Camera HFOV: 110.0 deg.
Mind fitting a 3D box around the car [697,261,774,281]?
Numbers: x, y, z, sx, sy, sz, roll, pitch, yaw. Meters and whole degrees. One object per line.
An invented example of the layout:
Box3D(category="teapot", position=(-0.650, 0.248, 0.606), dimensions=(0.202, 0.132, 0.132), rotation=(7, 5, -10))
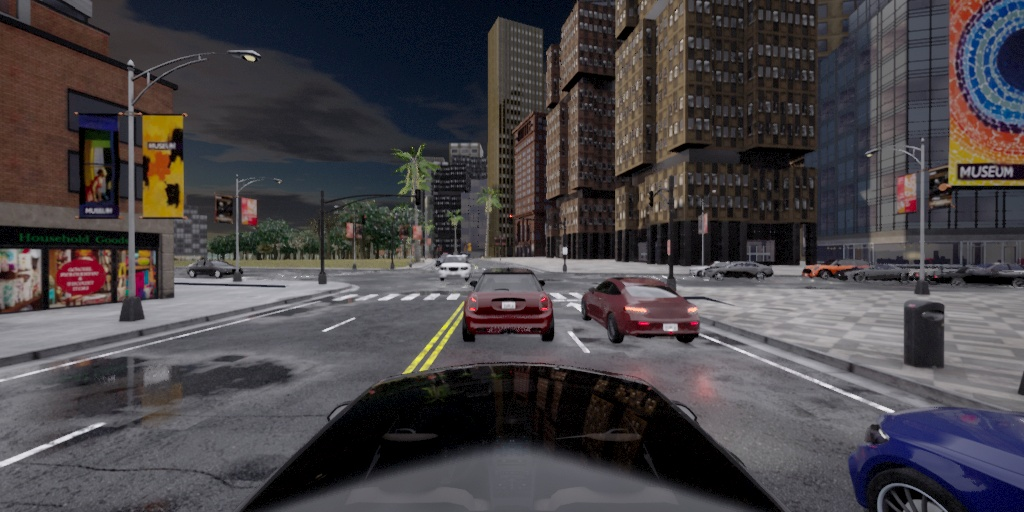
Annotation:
Box3D(category="car", position=(17.879, 1.169, 28.550), dimensions=(4.902, 1.511, 2.128), rotation=(0, 0, 13))

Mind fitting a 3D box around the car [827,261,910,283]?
Box3D(category="car", position=(26.560, 1.248, 26.501), dimensions=(4.181, 1.385, 1.994), rotation=(0, 0, 13))

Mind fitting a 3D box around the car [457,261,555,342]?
Box3D(category="car", position=(-0.120, 1.097, 9.968), dimensions=(2.097, 1.767, 4.553), rotation=(0, 0, -1))

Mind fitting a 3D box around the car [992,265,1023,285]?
Box3D(category="car", position=(36.420, 1.294, 24.164), dimensions=(4.718, 1.301, 1.895), rotation=(0, 0, 14))

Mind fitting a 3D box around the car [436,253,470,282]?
Box3D(category="car", position=(-4.457, 0.907, 28.760), dimensions=(2.150, 2.045, 5.566), rotation=(0, 0, -4))

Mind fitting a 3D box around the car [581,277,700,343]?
Box3D(category="car", position=(3.139, 1.271, 9.531), dimensions=(1.812, 1.442, 4.674), rotation=(0, 0, -1))

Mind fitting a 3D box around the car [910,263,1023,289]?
Box3D(category="car", position=(28.767, 1.303, 22.430), dimensions=(4.718, 1.301, 1.895), rotation=(0, 0, 13))

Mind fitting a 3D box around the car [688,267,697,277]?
Box3D(category="car", position=(18.250, 1.188, 31.803), dimensions=(4.674, 1.442, 1.812), rotation=(0, 0, 13))

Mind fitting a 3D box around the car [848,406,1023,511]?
Box3D(category="car", position=(3.319, 1.276, 0.577), dimensions=(1.812, 1.442, 4.674), rotation=(0, 0, 0))

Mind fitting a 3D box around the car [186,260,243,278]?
Box3D(category="car", position=(-26.579, 1.140, 32.081), dimensions=(4.892, 1.490, 1.837), rotation=(0, 0, 13))

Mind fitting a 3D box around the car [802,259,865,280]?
Box3D(category="car", position=(26.978, 1.021, 29.736), dimensions=(4.553, 1.767, 2.097), rotation=(0, 0, 13))
